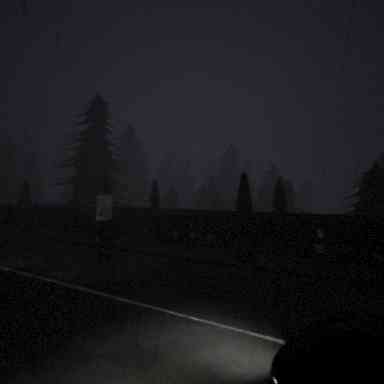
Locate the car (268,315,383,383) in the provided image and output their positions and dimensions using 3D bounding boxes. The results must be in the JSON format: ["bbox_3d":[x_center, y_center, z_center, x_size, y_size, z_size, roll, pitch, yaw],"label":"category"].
[{"bbox_3d":[2.870,1.501,1.945,4.892,1.490,1.837,0,0,36],"label":"car"}]
